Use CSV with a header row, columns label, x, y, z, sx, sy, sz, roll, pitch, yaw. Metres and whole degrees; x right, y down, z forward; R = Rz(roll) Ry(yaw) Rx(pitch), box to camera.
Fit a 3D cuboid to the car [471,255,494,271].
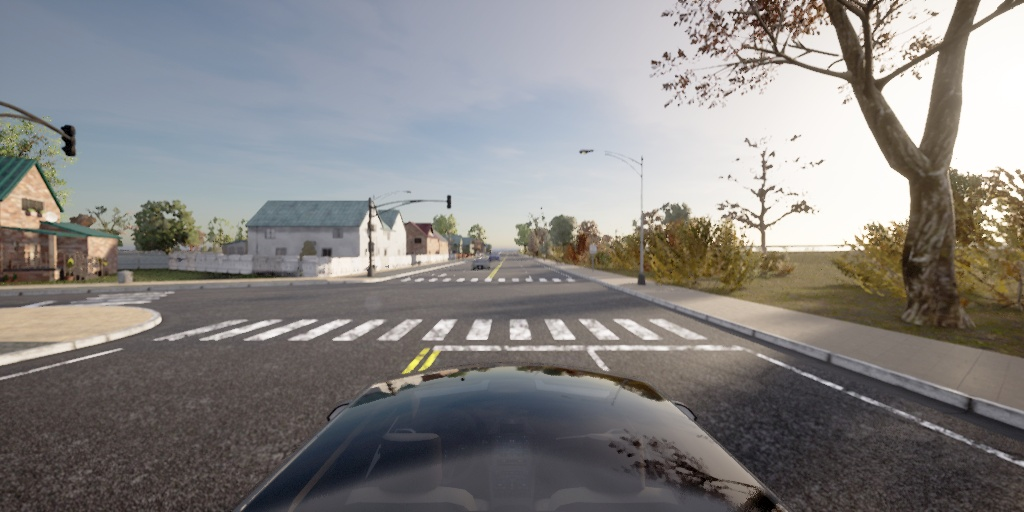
label,x,y,z,sx,sy,sz,roll,pitch,yaw
car,-3.449,0.958,40.423,1.994,1.385,4.181,0,1,0
